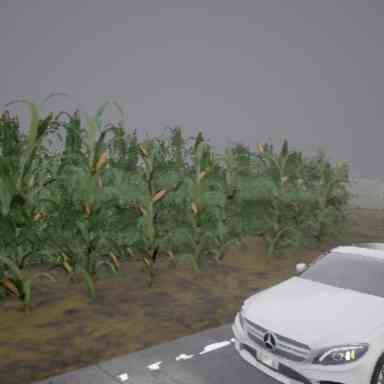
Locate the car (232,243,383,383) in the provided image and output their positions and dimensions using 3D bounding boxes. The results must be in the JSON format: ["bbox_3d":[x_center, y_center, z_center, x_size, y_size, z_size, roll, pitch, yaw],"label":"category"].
[{"bbox_3d":[2.720,1.550,4.936,4.674,1.442,1.812,0,0,-35],"label":"car"}]
